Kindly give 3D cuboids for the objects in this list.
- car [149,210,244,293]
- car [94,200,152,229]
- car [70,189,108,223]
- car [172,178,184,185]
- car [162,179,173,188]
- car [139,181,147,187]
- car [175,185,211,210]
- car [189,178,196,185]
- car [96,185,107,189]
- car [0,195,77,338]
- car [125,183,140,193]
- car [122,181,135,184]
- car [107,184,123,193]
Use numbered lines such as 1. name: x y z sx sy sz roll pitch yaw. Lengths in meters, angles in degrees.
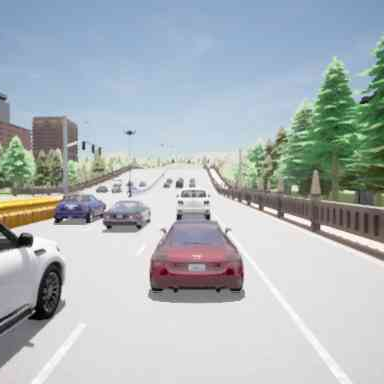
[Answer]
1. car: 0.097 1.375 8.407 1.994 1.385 4.181 0 1 0
2. car: -3.410 1.143 18.201 2.033 1.411 5.357 0 1 0
3. car: -6.912 0.884 21.111 2.097 1.767 4.553 0 1 0
4. car: -3.440 -2.294 91.201 2.150 2.045 5.566 0 8 0
5. car: -6.938 -2.045 91.645 1.812 1.442 4.674 0 8 0
6. car: -13.927 -2.369 93.616 1.812 1.442 4.674 0 8 0
7. car: 0.094 0.723 22.495 2.150 2.045 5.566 0 1 0
8. car: 0.062 -2.043 91.609 2.128 1.511 4.902 0 8 0
9. car: -21.012 -0.697 77.478 2.097 1.767 4.553 0 3 0
10. car: -3.400 1.126 3.809 2.150 2.045 5.566 0 0 0
11. car: -14.012 -0.561 77.203 1.882 1.535 5.008 0 3 0
12. car: -17.427 -2.295 93.614 1.895 1.301 4.718 0 8 0
13. car: -17.512 -0.514 77.223 2.128 1.511 4.902 0 3 0
